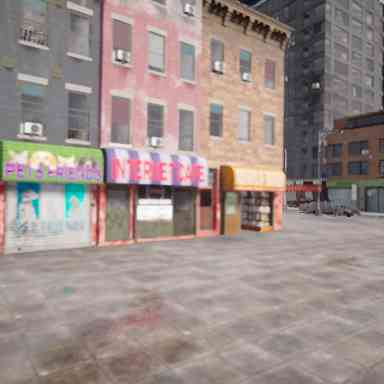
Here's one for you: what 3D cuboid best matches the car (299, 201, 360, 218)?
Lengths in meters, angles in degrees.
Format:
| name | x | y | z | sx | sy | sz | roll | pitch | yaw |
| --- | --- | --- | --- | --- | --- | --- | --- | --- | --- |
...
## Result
| name | x | y | z | sx | sy | sz | roll | pitch | yaw |
| --- | --- | --- | --- | --- | --- | --- | --- | --- | --- |
| car | 12.600 | 1.522 | 30.873 | 2.033 | 1.411 | 5.357 | 1 | 0 | -35 |
